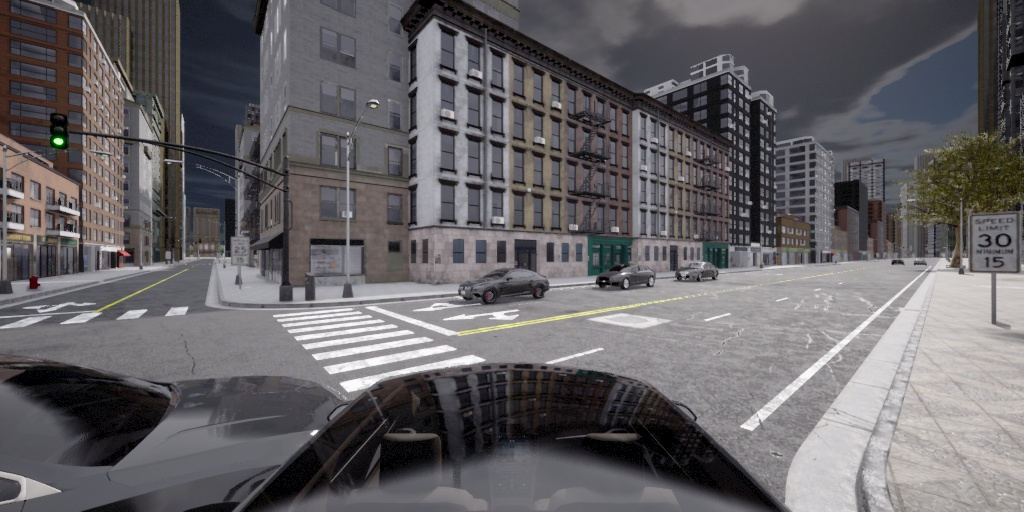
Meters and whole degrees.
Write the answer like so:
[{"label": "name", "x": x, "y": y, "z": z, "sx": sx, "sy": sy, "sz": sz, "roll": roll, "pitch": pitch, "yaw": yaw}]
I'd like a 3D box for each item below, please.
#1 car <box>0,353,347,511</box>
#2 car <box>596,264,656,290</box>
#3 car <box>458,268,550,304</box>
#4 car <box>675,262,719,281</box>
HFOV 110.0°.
[{"label": "car", "x": -3.246, "y": 1.257, "z": 1.587, "sx": 4.892, "sy": 1.490, "sz": 1.837, "roll": 0, "pitch": 0, "yaw": -35}, {"label": "car", "x": 7.342, "y": 1.255, "z": 22.928, "sx": 4.892, "sy": 1.490, "sz": 1.837, "roll": 0, "pitch": 0, "yaw": -40}, {"label": "car", "x": -0.265, "y": 1.285, "z": 16.600, "sx": 4.674, "sy": 1.442, "sz": 1.812, "roll": 0, "pitch": 0, "yaw": -40}, {"label": "car", "x": 15.264, "y": 1.232, "z": 29.506, "sx": 4.902, "sy": 1.511, "sz": 2.128, "roll": 0, "pitch": 0, "yaw": -40}]
